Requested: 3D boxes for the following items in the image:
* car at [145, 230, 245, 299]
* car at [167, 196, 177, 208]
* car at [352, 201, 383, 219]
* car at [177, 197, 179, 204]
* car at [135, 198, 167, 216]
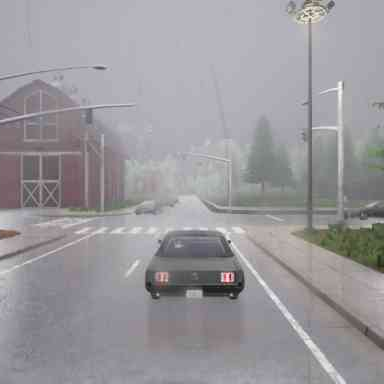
[{"bbox_3d":[0.066,1.601,8.378,1.895,1.301,4.718,0,0,0],"label":"car"},{"bbox_3d":[-3.601,1.564,47.907,1.994,1.385,4.181,0,0,0],"label":"car"},{"bbox_3d":[15.113,1.499,27.170,4.674,1.442,1.812,0,0,-1],"label":"car"},{"bbox_3d":[-3.545,1.504,64.985,1.837,1.490,4.892,0,0,1],"label":"car"},{"bbox_3d":[-4.052,1.522,32.430,1.812,1.442,4.674,0,0,8],"label":"car"}]
